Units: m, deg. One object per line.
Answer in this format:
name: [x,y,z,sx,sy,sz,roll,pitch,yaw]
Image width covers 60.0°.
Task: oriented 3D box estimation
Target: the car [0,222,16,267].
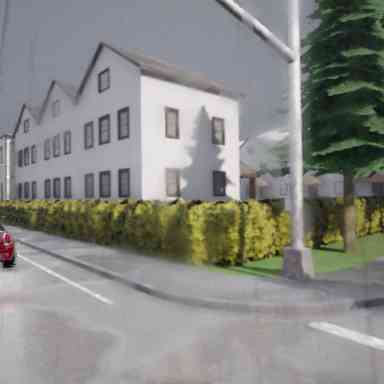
car: [-7.729,1.585,11.498,2.097,1.767,4.553,0,-1,-41]
